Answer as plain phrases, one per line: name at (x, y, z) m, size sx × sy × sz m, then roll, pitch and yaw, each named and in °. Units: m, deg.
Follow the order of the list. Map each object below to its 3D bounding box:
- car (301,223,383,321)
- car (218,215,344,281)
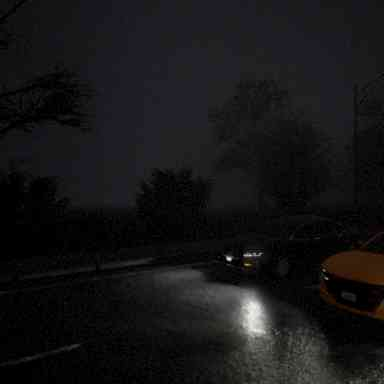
car at (4.756, 1.465, 6.858) m, size 5.008 × 1.535 × 1.882 m, roll 0°, pitch 0°, yaw -31°
car at (3.039, 1.485, 9.889) m, size 4.892 × 1.490 × 1.837 m, roll 0°, pitch 0°, yaw -31°
